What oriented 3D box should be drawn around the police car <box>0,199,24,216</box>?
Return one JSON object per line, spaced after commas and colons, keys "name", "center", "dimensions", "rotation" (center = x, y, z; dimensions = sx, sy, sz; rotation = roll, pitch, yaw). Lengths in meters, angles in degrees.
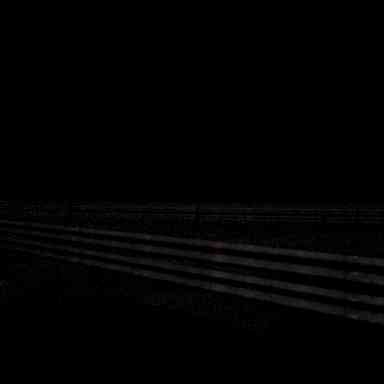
{"name": "police car", "center": [-19.641, 1.519, 33.834], "dimensions": [5.238, 1.638, 1.930], "rotation": [0, 0, 19]}
